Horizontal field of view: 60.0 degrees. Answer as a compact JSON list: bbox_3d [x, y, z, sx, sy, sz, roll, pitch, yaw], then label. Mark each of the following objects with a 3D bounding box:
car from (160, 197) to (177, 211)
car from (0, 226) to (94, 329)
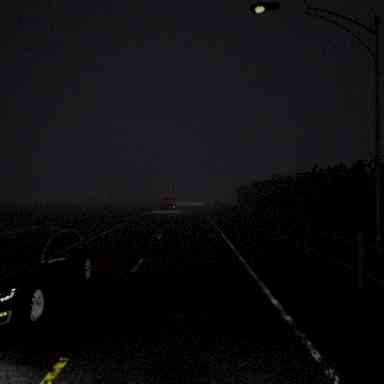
[{"bbox_3d":[-3.541,1.735,51.027,2.150,2.045,5.566,0,-1,0],"label":"car"},{"bbox_3d":[-3.596,1.580,7.265,1.837,1.490,4.892,0,-1,0],"label":"car"}]
